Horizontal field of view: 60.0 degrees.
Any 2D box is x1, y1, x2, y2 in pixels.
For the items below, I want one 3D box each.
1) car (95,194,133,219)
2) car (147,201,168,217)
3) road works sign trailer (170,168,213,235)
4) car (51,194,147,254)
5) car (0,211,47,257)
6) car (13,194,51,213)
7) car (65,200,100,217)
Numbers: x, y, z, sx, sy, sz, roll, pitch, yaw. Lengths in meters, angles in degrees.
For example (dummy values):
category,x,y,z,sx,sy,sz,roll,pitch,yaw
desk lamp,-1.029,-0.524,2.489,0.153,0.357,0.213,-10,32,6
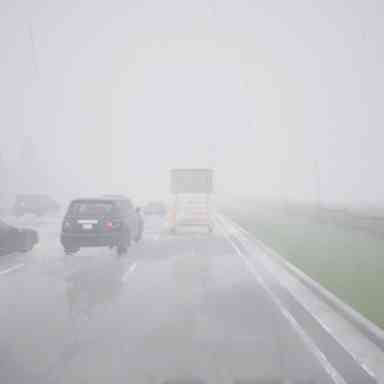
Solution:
category,x,y,z,sx,sy,sz,roll,pitch,yaw
car,-6.909,1.211,30.160,2.150,2.045,5.566,0,0,0
car,-3.410,1.553,31.411,1.994,1.385,4.181,0,0,0
road works sign trailer,-0.006,0.458,18.833,2.380,3.560,2.880,0,0,0
car,-3.404,1.217,13.516,2.150,2.045,5.566,0,0,0
car,-6.903,1.544,10.560,2.033,1.411,5.357,0,0,0
car,-13.910,1.211,30.109,2.150,2.045,5.566,0,0,0
car,-10.410,1.515,31.904,1.812,1.442,4.674,0,0,0
